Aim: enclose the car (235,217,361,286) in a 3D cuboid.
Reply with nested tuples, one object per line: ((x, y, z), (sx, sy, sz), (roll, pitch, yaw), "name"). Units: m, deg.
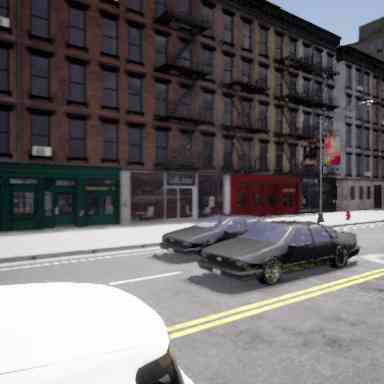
((2.770, 1.555, 9.653), (5.357, 1.411, 2.033), (0, 0, -35), "car")

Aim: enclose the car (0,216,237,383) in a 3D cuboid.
((-2.596, 1.220, 1.589), (5.566, 2.045, 2.150), (0, 0, -35), "car")

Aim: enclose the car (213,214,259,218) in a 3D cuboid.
((1.452, 1.555, 12.706), (5.357, 1.411, 2.033), (0, 0, -35), "car")
